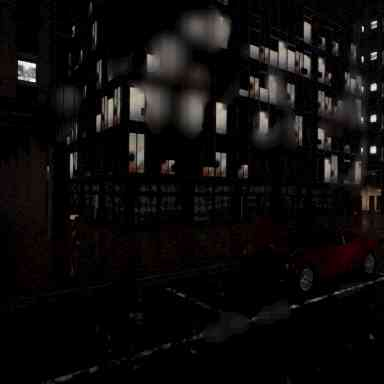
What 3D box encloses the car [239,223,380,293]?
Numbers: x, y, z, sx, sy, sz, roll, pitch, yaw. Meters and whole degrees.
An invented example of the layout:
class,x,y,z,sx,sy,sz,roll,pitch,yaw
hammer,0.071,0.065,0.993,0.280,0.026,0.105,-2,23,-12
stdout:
class,x,y,z,sx,sy,sz,roll,pitch,yaw
car,3.239,1.546,8.861,4.507,1.381,1.887,0,1,-36
